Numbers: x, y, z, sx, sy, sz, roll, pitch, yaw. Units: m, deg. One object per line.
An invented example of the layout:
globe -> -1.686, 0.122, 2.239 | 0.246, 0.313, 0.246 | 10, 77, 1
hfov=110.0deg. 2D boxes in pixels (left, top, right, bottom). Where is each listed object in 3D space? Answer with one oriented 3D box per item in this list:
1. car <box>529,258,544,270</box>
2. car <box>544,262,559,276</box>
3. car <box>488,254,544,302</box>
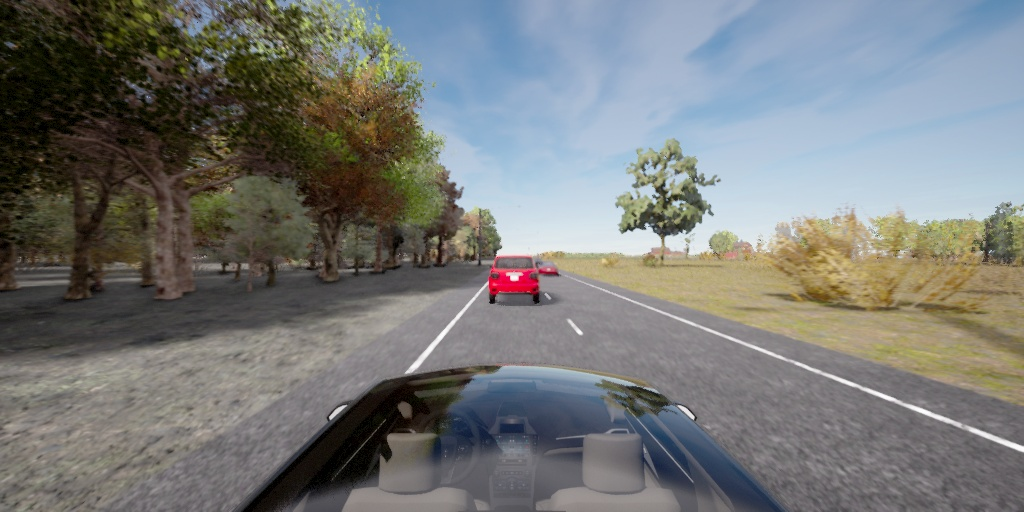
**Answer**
car -> 3.535, 1.138, 51.710 | 1.837, 1.490, 4.892 | 0, 1, 0
car -> 3.493, 1.235, 35.672 | 1.994, 1.385, 4.181 | 0, 0, 1
car -> 0.094, 0.942, 16.803 | 2.150, 2.045, 5.566 | 0, 0, 0
